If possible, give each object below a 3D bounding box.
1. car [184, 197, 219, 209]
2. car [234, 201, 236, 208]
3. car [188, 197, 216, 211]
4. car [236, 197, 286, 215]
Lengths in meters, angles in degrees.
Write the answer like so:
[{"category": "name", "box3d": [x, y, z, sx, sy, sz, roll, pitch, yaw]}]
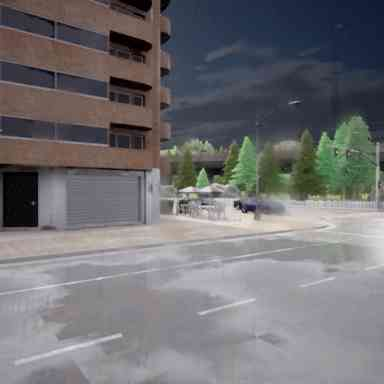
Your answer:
[{"category": "car", "box3d": [1.258, 1.434, 46.197, 2.128, 1.511, 4.902, 0, 0, -41]}, {"category": "car", "box3d": [7.016, 1.420, 38.786, 1.882, 1.535, 5.008, 0, 0, -37]}, {"category": "car", "box3d": [1.601, 1.447, 40.232, 1.837, 1.490, 4.892, 0, 0, -37]}, {"category": "car", "box3d": [6.999, 1.294, 32.861, 2.097, 1.767, 4.553, 0, 0, -36]}]
